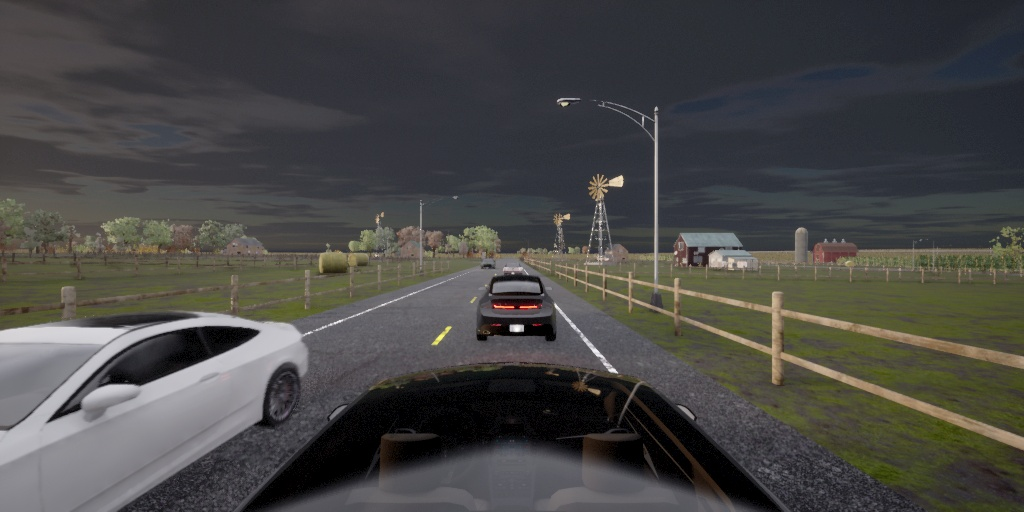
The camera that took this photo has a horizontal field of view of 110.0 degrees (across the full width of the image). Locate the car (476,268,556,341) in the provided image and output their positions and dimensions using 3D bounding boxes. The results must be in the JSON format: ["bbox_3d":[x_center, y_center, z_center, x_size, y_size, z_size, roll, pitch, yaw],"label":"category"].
[{"bbox_3d":[0.099,1.253,9.857,1.837,1.490,4.892,0,0,0],"label":"car"}]

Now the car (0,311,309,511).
[{"bbox_3d":[-3.599,1.275,2.968,1.812,1.442,4.674,0,0,0],"label":"car"}]

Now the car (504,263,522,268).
[{"bbox_3d":[0.093,1.344,36.228,1.895,1.301,4.718,0,0,0],"label":"car"}]

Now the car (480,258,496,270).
[{"bbox_3d":[-3.533,1.093,53.453,2.097,1.767,4.553,0,0,0],"label":"car"}]
